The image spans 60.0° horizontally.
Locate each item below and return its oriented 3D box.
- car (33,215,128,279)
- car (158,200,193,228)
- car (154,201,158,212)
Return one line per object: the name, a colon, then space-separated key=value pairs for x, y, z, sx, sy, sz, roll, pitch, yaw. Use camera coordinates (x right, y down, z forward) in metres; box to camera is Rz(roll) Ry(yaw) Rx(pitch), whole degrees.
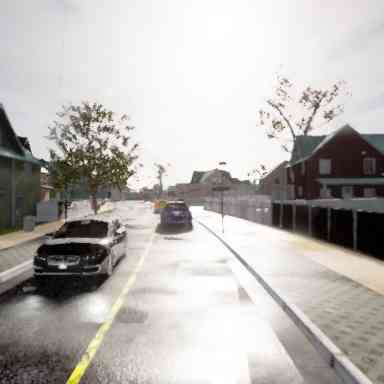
car: x=-3.127 y=1.525 z=10.213 sx=1.837 sy=1.490 sz=4.892 roll=0 pitch=-1 yaw=-2
car: x=-1.164 y=1.437 z=23.213 sx=2.097 sy=1.767 sz=4.553 roll=0 pitch=-1 yaw=-5
car: x=-3.897 y=1.788 z=43.265 sx=1.882 sy=1.535 sz=5.008 roll=0 pitch=-1 yaw=-10
